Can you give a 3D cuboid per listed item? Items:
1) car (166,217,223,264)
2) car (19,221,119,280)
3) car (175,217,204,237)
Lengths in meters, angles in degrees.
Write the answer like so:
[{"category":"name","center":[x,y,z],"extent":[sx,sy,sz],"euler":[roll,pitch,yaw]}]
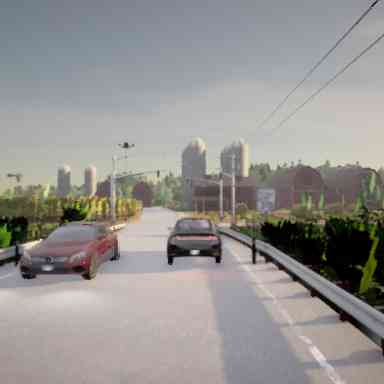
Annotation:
[{"category":"car","center":[0.064,1.732,12.607],"extent":[2.128,1.511,4.902],"euler":[0,-2,0]},{"category":"car","center":[-3.555,1.689,10.549],"extent":[1.812,1.442,4.674],"euler":[0,-2,0]},{"category":"car","center":[-0.246,2.535,24.666],"extent":[1.994,1.385,4.181],"euler":[0,-5,-2]}]
